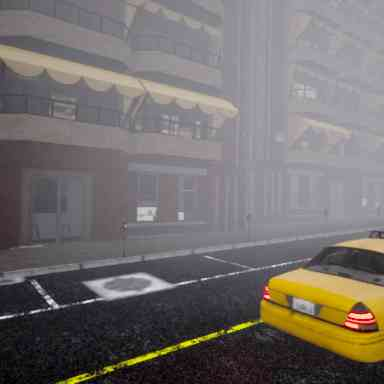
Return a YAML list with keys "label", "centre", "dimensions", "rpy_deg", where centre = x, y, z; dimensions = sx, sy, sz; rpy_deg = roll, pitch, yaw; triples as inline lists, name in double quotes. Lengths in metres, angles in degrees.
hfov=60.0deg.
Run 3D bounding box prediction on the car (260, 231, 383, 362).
- label: "car"
  centre: [3.531, 1.460, 5.798]
  dimensions: [5.366, 1.575, 1.801]
  rpy_deg: [0, 0, -35]
